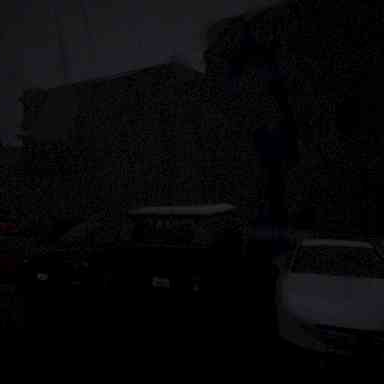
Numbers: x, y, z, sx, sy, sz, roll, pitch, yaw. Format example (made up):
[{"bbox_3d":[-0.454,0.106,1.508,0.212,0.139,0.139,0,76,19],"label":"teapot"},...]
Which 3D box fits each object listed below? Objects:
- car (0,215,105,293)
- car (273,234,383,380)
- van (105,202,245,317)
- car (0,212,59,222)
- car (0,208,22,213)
[{"bbox_3d":[-2.351,1.474,9.126,2.097,1.535,5.008,0,-1,15],"label":"car"},{"bbox_3d":[2.432,1.512,5.722,2.002,1.452,4.674,0,-1,15],"label":"car"},{"bbox_3d":[0.069,1.246,7.535,1.878,1.987,4.442,0,-1,15],"label":"van"},{"bbox_3d":[-4.750,1.514,10.787,2.163,1.488,4.792,0,-1,15],"label":"car"},{"bbox_3d":[-7.154,1.373,12.486,2.185,1.767,4.553,0,-1,15],"label":"car"}]
